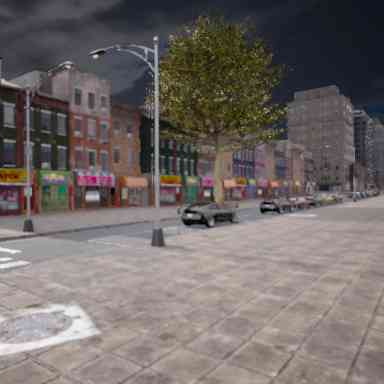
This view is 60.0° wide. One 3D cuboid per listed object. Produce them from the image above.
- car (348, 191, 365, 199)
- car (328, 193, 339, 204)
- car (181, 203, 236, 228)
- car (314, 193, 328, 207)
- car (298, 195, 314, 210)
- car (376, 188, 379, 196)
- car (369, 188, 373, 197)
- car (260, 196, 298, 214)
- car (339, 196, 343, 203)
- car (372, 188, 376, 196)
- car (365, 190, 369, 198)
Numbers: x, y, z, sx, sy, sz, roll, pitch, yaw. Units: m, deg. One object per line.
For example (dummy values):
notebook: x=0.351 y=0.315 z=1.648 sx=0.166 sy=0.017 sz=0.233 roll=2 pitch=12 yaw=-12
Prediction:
car: x=29.144 y=0.597 z=59.629 sx=2.008 sy=1.369 sz=4.403 roll=0 pitch=1 yaw=35
car: x=16.768 y=0.872 z=42.121 sx=1.752 sy=1.417 sz=4.829 roll=0 pitch=1 yaw=35
car: x=1.079 y=1.293 z=19.926 sx=1.947 sy=1.339 sz=4.313 roll=0 pitch=1 yaw=35
car: x=13.552 y=0.990 z=37.572 sx=1.947 sy=1.339 sz=4.313 roll=0 pitch=1 yaw=35
car: x=10.433 y=1.081 z=33.160 sx=1.802 sy=1.307 sz=4.206 roll=0 pitch=1 yaw=35
car: x=41.619 y=0.322 z=77.276 sx=1.802 sy=1.307 sz=4.206 roll=0 pitch=1 yaw=35
car: x=35.381 y=0.459 z=68.452 sx=1.947 sy=1.339 sz=4.313 roll=0 pitch=1 yaw=35
car: x=7.315 y=1.140 z=28.749 sx=1.947 sy=1.339 sz=4.313 roll=0 pitch=1 yaw=35
car: x=19.789 y=0.824 z=46.394 sx=2.008 sy=1.369 sz=4.403 roll=0 pitch=1 yaw=35
car: x=38.598 y=0.340 z=73.002 sx=1.752 sy=1.417 sz=4.829 roll=0 pitch=1 yaw=35
car: x=32.263 y=0.536 z=64.041 sx=1.947 sy=1.339 sz=4.313 roll=0 pitch=1 yaw=35
